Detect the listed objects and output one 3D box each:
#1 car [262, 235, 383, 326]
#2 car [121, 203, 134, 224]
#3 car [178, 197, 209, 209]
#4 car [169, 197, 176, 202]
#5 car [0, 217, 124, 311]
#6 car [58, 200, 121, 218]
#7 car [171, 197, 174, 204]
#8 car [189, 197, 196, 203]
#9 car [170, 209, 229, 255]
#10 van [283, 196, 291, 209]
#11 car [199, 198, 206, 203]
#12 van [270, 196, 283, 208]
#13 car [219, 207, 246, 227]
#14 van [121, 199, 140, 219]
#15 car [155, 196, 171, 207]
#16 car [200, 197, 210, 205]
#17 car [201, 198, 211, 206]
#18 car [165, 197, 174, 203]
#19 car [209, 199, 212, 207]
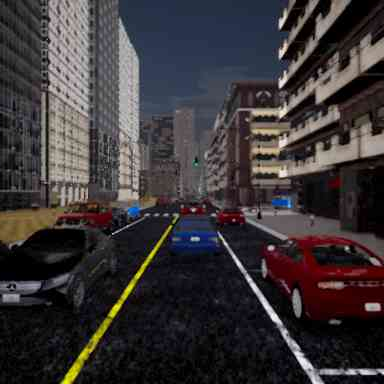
[{"bbox_3d":[2.694,1.591,7.180,1.887,1.381,4.507,0,0,0],"label":"car"},{"bbox_3d":[-5.670,1.718,23.757,1.947,1.339,4.313,0,0,0],"label":"car"},{"bbox_3d":[0.126,1.540,28.995,2.097,1.767,4.553,0,0,0],"label":"car"},{"bbox_3d":[-5.597,2.201,94.664,1.752,1.417,4.829,0,0,0],"label":"car"},{"bbox_3d":[-3.091,1.577,8.021,1.812,1.442,4.674,0,0,0],"label":"car"},{"bbox_3d":[-5.677,1.431,18.236,2.192,1.841,5.009,0,0,0],"label":"car"},{"bbox_3d":[-5.620,2.047,72.724,1.887,1.381,4.507,0,0,0],"label":"car"},{"bbox_3d":[0.093,2.163,89.880,1.994,1.385,4.181,0,0,0],"label":"car"},{"bbox_3d":[0.113,1.634,13.583,2.033,1.411,5.357,0,0,0],"label":"car"},{"bbox_3d":[13.772,1.422,40.827,3.998,1.788,1.690,-1,1,0],"label":"van"},{"bbox_3d":[2.777,2.198,89.297,1.947,1.339,4.313,0,0,0],"label":"car"},{"bbox_3d":[13.759,1.440,49.207,3.998,1.788,1.690,-1,1,0],"label":"van"},{"bbox_3d":[2.710,1.697,23.747,1.887,1.381,4.507,0,0,0],"label":"car"},{"bbox_3d":[-5.665,1.530,29.281,1.690,1.788,3.998,0,0,0],"label":"van"},{"bbox_3d":[-5.632,1.735,61.671,2.192,1.841,5.009,0,0,0],"label":"car"},{"bbox_3d":[2.760,1.943,72.715,1.967,1.590,4.097,0,0,0],"label":"car"},{"bbox_3d":[2.755,2.006,67.187,1.887,1.381,4.507,0,0,0],"label":"car"},{"bbox_3d":[-5.609,2.028,83.780,1.967,1.590,4.097,0,0,0],"label":"car"},{"bbox_3d":[2.749,1.965,61.660,1.887,1.381,4.507,0,0,0],"label":"car"}]
